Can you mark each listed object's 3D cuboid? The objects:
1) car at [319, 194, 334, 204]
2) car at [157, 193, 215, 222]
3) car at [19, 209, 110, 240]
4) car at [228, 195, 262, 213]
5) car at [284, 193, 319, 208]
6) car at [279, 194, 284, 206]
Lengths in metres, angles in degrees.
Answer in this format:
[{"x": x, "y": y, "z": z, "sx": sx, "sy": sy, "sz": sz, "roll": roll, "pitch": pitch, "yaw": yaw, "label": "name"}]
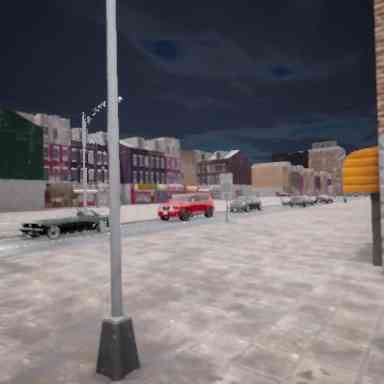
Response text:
[{"x": 19.350, "y": 1.005, "z": 49.064, "sx": 1.812, "sy": 1.442, "sz": 4.674, "roll": -2, "pitch": 0, "yaw": 35, "label": "car"}, {"x": -0.346, "y": 1.123, "z": 26.072, "sx": 2.150, "sy": 2.045, "sz": 5.566, "roll": -2, "pitch": -1, "yaw": 35, "label": "car"}, {"x": -6.372, "y": 1.614, "z": 17.499, "sx": 1.895, "sy": 1.301, "sz": 4.718, "roll": -2, "pitch": -1, "yaw": 35, "label": "car"}, {"x": 5.470, "y": 1.141, "z": 34.309, "sx": 2.097, "sy": 1.767, "sz": 4.553, "roll": -2, "pitch": -1, "yaw": 36, "label": "car"}, {"x": 13.432, "y": 1.090, "z": 40.591, "sx": 2.128, "sy": 1.511, "sz": 4.902, "roll": -2, "pitch": 0, "yaw": 36, "label": "car"}, {"x": 14.210, "y": 1.270, "z": 46.535, "sx": 1.895, "sy": 1.301, "sz": 4.718, "roll": -2, "pitch": 0, "yaw": 35, "label": "car"}]
